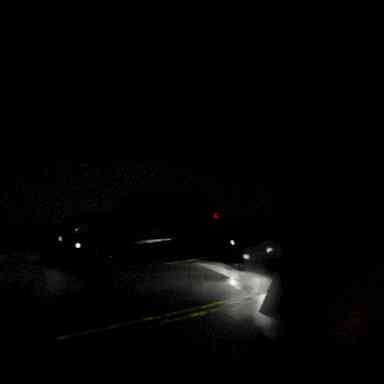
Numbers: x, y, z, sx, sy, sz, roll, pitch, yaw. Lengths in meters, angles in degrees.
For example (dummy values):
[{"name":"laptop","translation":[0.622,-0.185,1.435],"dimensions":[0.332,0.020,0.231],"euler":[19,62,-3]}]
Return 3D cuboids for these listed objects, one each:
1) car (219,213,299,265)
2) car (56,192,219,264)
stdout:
[{"name":"car","translation":[3.657,1.412,10.805],"dimensions":[5.357,1.411,2.033],"euler":[0,1,-36]},{"name":"car","translation":[-1.592,1.019,11.357],"dimensions":[5.566,2.045,2.150],"euler":[0,1,-35]}]
